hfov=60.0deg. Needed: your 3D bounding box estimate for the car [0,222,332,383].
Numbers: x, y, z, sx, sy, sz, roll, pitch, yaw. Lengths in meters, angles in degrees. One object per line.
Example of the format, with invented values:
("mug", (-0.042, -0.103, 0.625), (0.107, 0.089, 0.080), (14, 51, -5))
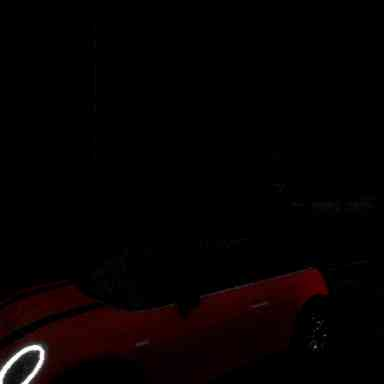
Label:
("car", (-0.253, 1.351, 4.281), (4.553, 1.767, 2.097), (0, 0, -36))
